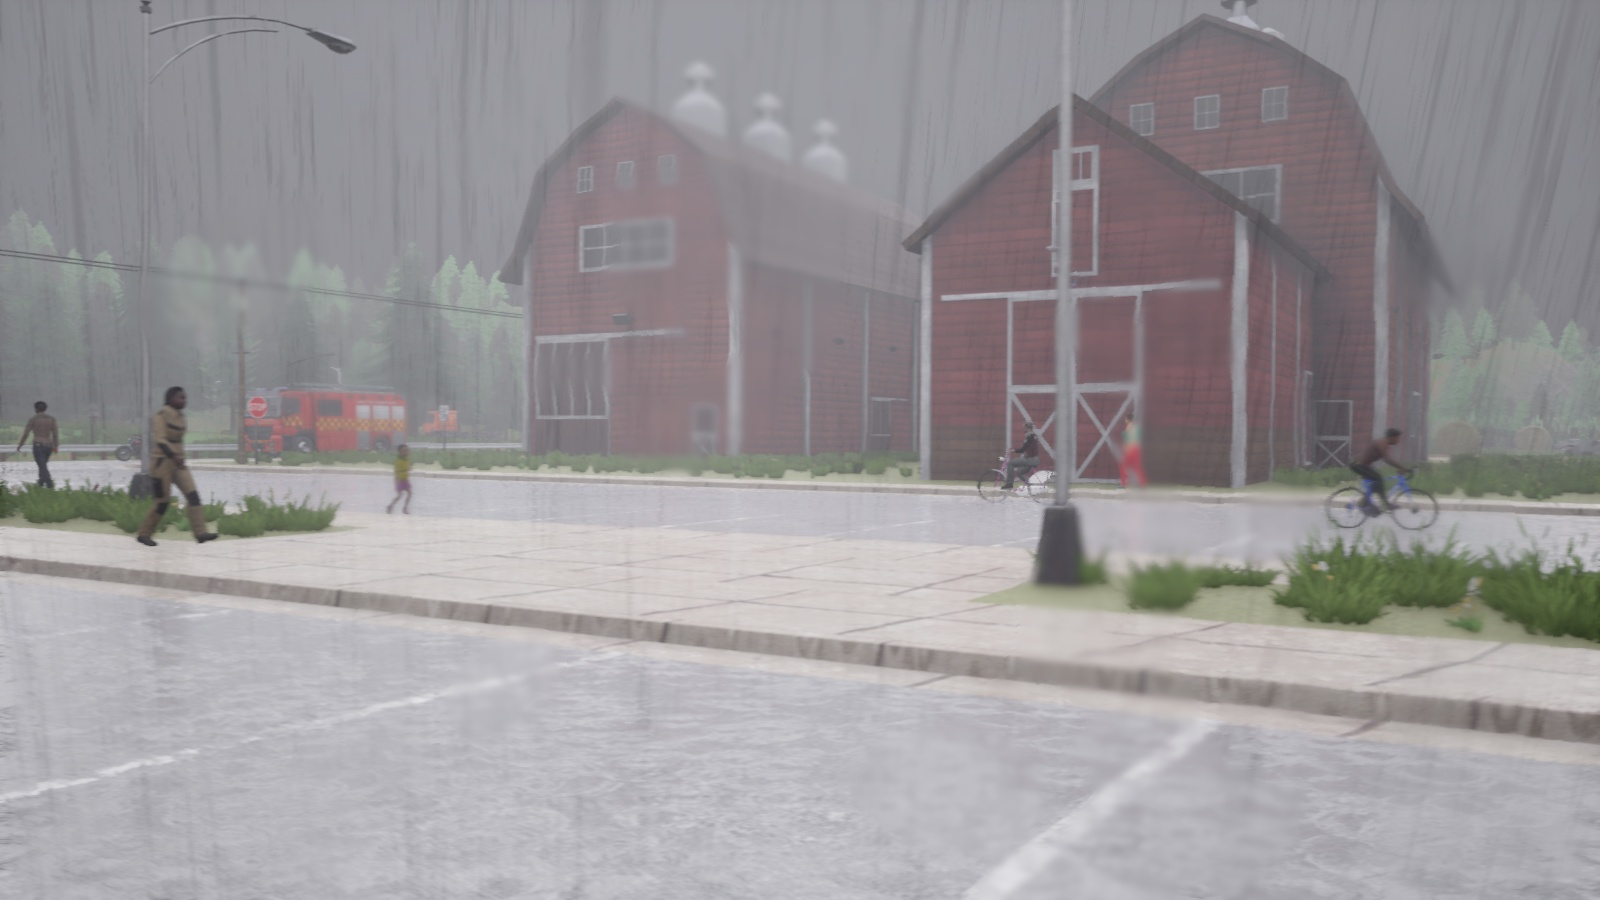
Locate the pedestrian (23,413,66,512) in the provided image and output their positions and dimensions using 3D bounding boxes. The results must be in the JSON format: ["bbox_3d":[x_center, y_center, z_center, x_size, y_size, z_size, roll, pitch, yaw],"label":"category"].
[{"bbox_3d":[-14.107,0.227,23.454,0.869,1.805,0.328,0,1,35],"label":"pedestrian"}]

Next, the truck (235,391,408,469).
[{"bbox_3d":[-24.725,-1.033,65.439,2.891,3.827,8.468,0,1,30],"label":"truck"}]

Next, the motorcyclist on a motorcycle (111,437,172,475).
[{"bbox_3d":[-29.753,0.249,56.801,0.766,1.649,2.350,0,1,30],"label":"motorcyclist on a motorcycle"}]

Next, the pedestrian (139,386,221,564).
[{"bbox_3d":[-6.855,0.276,13.898,0.692,1.930,0.396,0,1,14],"label":"pedestrian"}]

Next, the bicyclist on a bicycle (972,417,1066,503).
[{"bbox_3d":[4.653,0.201,26.689,1.843,1.776,0.659,0,1,29],"label":"bicyclist on a bicycle"}]

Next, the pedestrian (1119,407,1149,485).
[{"bbox_3d":[8.003,-0.094,30.106,0.345,1.836,0.594,-1,1,-42],"label":"pedestrian"}]

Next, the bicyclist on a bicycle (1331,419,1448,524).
[{"bbox_3d":[9.396,0.321,20.030,1.656,1.620,0.582,0,1,29],"label":"bicyclist on a bicycle"}]

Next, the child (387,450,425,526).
[{"bbox_3d":[-6.064,0.576,19.319,0.473,1.160,0.299,0,1,30],"label":"child"}]

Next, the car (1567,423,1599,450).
[{"bbox_3d":[46.501,-0.769,71.354,4.902,1.511,2.128,0,1,29],"label":"car"}]
